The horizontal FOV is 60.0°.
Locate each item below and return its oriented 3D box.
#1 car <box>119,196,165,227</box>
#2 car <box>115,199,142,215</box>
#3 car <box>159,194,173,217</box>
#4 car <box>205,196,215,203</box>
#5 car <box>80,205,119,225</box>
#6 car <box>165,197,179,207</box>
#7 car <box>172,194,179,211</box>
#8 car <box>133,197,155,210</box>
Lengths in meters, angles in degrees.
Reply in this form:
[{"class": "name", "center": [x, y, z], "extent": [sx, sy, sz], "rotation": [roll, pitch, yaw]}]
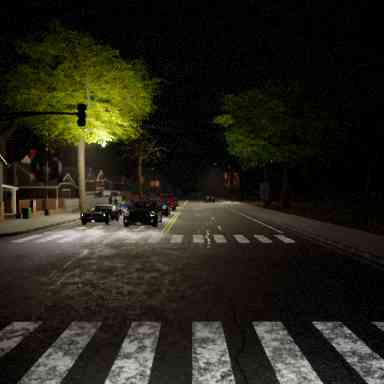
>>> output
[{"class": "car", "center": [-3.240, 1.345, 22.531], "extent": [2.097, 1.767, 4.553], "rotation": [0, 0, 0]}, {"class": "car", "center": [-6.422, 1.518, 34.200], "extent": [1.812, 1.442, 4.674], "rotation": [0, 0, 0]}, {"class": "car", "center": [-3.197, 1.344, 31.389], "extent": [2.097, 1.767, 4.553], "rotation": [0, 0, 0]}, {"class": "car", "center": [3.669, 1.505, 67.644], "extent": [1.837, 1.490, 4.892], "rotation": [0, 0, 1]}, {"class": "car", "center": [-6.482, 1.594, 24.028], "extent": [1.895, 1.301, 4.718], "rotation": [0, 0, 0]}, {"class": "car", "center": [-3.062, 1.500, 51.662], "extent": [1.837, 1.490, 4.892], "rotation": [0, 0, 1]}, {"class": "car", "center": [-3.148, 1.215, 41.223], "extent": [2.150, 2.045, 5.566], "rotation": [0, 0, 0]}, {"class": "car", "center": [-6.374, 1.486, 44.640], "extent": [2.128, 1.511, 4.902], "rotation": [0, 0, 1]}]
